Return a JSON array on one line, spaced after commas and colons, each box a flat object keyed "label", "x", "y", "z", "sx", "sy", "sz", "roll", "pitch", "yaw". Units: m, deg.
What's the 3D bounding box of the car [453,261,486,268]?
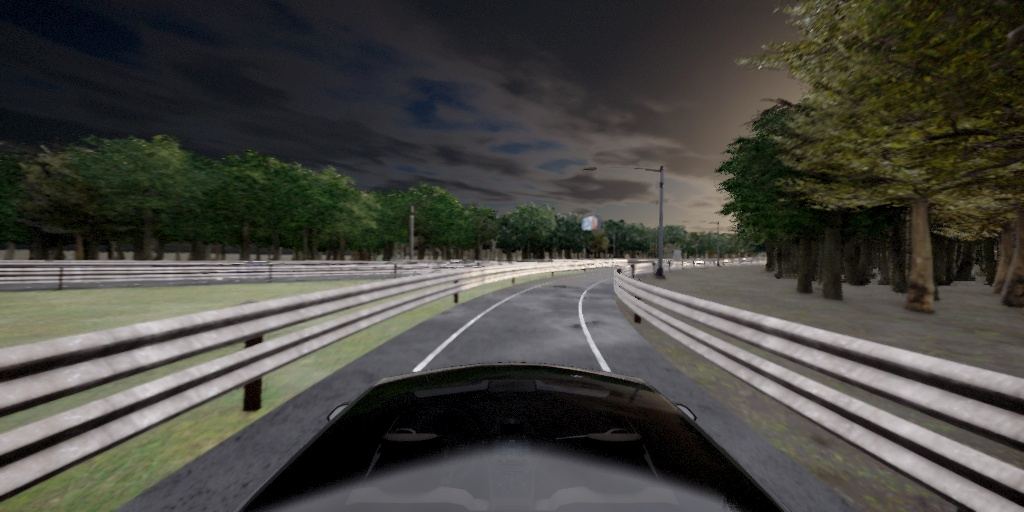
[{"label": "car", "x": -5.520, "y": 1.374, "z": 48.038, "sx": 4.892, "sy": 1.490, "sz": 1.837, "roll": 0, "pitch": 1, "yaw": -43}]

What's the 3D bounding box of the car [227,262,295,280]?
[{"label": "car", "x": -22.305, "y": 1.299, "z": 32.136, "sx": 5.008, "sy": 1.535, "sz": 1.882, "roll": 1, "pitch": 0, "yaw": -43}]
